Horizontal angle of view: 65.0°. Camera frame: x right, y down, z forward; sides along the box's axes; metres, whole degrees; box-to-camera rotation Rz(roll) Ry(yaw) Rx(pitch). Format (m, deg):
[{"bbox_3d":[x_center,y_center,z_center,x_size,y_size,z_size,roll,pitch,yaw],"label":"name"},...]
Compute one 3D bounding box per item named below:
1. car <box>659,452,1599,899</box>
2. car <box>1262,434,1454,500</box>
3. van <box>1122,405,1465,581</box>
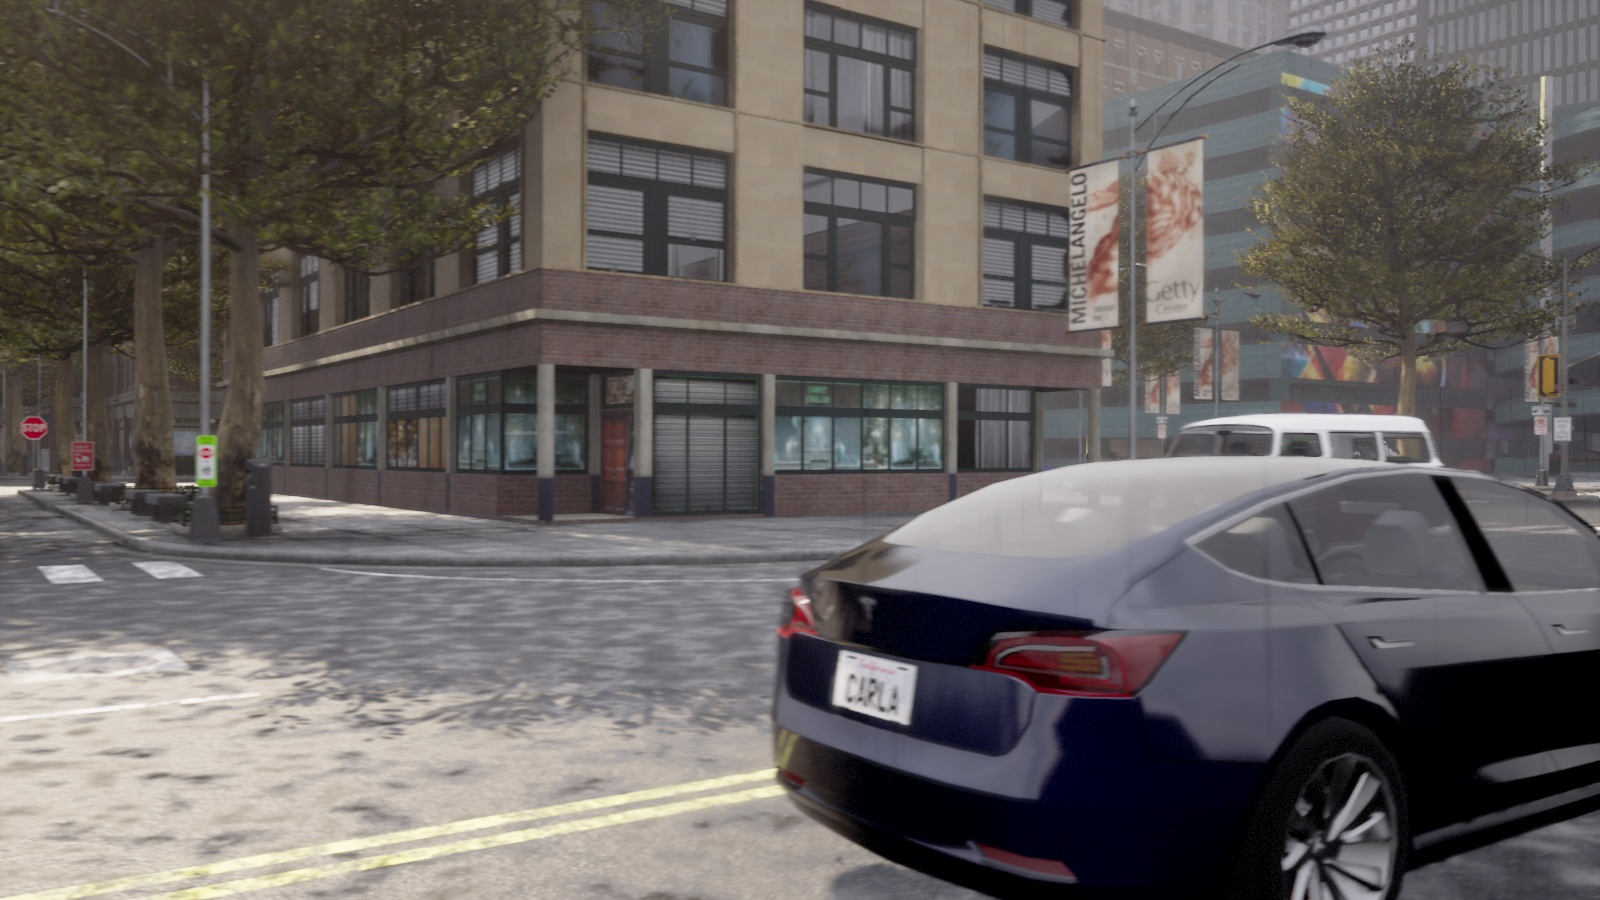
[{"bbox_3d":[2.071,0.753,5.063,4.792,1.488,2.163,0,0,-34],"label":"car"},{"bbox_3d":[18.540,0.535,42.033,2.150,2.045,5.566,0,0,-35],"label":"car"},{"bbox_3d":[6.605,0.498,16.664,4.480,2.038,2.069,0,0,-34],"label":"van"}]
